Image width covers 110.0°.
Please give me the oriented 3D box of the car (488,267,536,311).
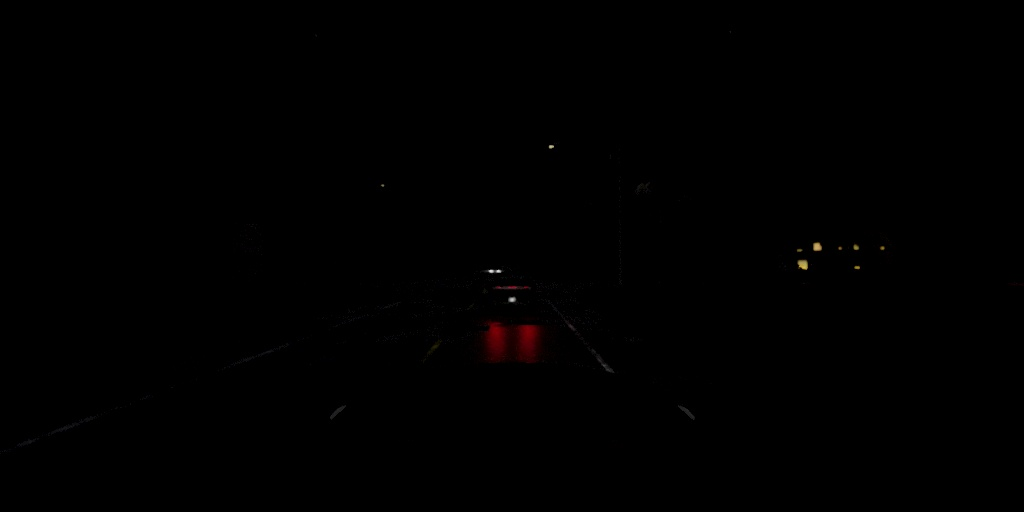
[{"bbox_3d":[0.019,1.392,15.360,2.128,1.511,4.902,0,0,0],"label":"car"}]
